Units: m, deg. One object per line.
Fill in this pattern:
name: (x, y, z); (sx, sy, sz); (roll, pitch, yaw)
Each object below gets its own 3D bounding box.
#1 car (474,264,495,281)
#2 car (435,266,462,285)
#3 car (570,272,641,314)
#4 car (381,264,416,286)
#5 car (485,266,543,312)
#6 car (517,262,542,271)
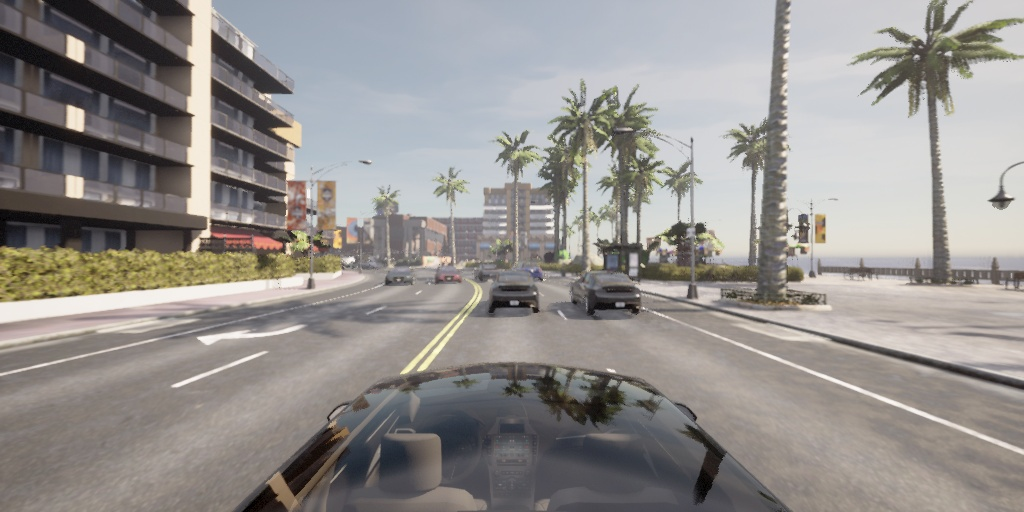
car: (-2.394, 1.489, 33.361); (2.128, 1.511, 4.902); (0, 0, -14)
car: (-5.132, 1.525, 28.833); (1.994, 1.385, 4.181); (0, 0, -12)
car: (3.549, 1.356, 14.251); (1.837, 1.490, 4.892); (0, 0, -1)
car: (-8.369, 1.512, 27.201); (1.994, 1.385, 4.181); (0, 0, -11)
car: (0.047, 1.359, 14.749); (1.837, 1.490, 4.892); (0, 0, -1)
car: (1.244, 1.348, 33.105); (2.097, 1.767, 4.553); (0, 0, -13)
